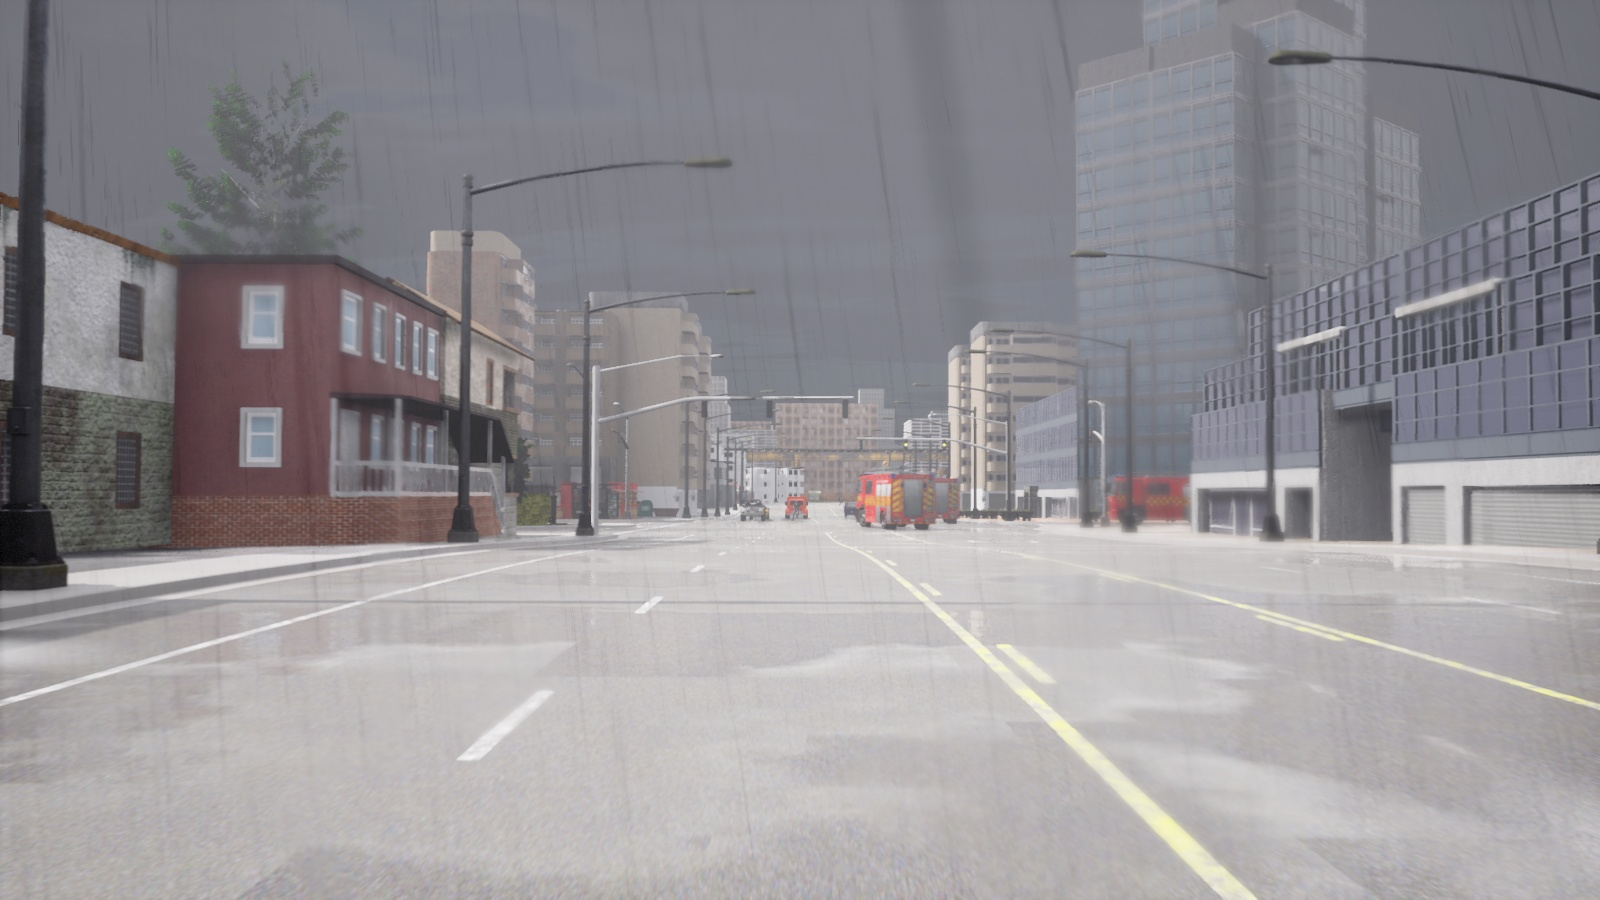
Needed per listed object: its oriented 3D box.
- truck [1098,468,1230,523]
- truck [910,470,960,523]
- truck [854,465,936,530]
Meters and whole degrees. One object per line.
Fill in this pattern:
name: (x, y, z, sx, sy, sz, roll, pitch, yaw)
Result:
truck: (25.785, 3.237, 89.146, 8.468, 3.827, 2.891, 0, -2, 0)
truck: (10.270, 3.598, 96.185, 2.891, 3.827, 8.468, 0, -2, 0)
truck: (5.816, 2.958, 78.758, 2.891, 3.827, 8.468, 0, -2, -12)
